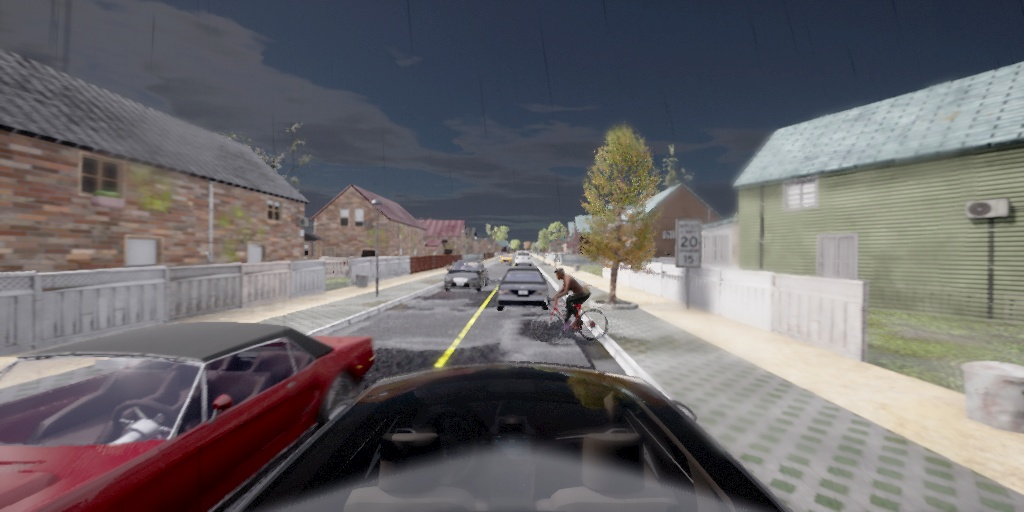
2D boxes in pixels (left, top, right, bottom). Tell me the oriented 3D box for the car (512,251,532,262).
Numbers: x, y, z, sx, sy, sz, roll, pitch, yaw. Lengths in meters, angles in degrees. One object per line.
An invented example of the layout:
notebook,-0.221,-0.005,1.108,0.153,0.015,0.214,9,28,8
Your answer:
car,1.586,0.392,49.183,2.150,2.045,5.566,1,1,3

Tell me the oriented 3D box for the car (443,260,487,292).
car,-2.329,1.005,19.140,2.128,1.511,4.902,1,1,2

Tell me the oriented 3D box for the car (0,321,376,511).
car,-2.865,1.312,2.695,1.895,1.301,4.718,1,1,2

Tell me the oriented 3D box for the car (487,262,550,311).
car,0.431,1.155,13.669,2.033,1.411,5.357,1,1,2

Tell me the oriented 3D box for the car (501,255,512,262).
car,-0.890,0.492,60.901,1.882,1.535,5.008,1,1,2

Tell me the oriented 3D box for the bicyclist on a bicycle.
bicyclist on a bicycle,1.241,1.072,7.802,1.656,1.620,0.582,-4,1,2
